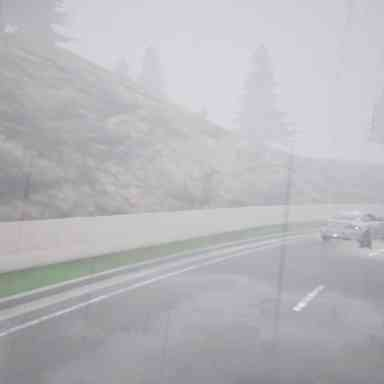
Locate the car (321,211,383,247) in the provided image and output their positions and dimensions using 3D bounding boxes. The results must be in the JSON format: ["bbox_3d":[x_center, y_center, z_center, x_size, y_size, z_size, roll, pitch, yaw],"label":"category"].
[{"bbox_3d":[7.731,1.601,15.645,4.674,1.442,1.812,1,0,-43],"label":"car"}]
